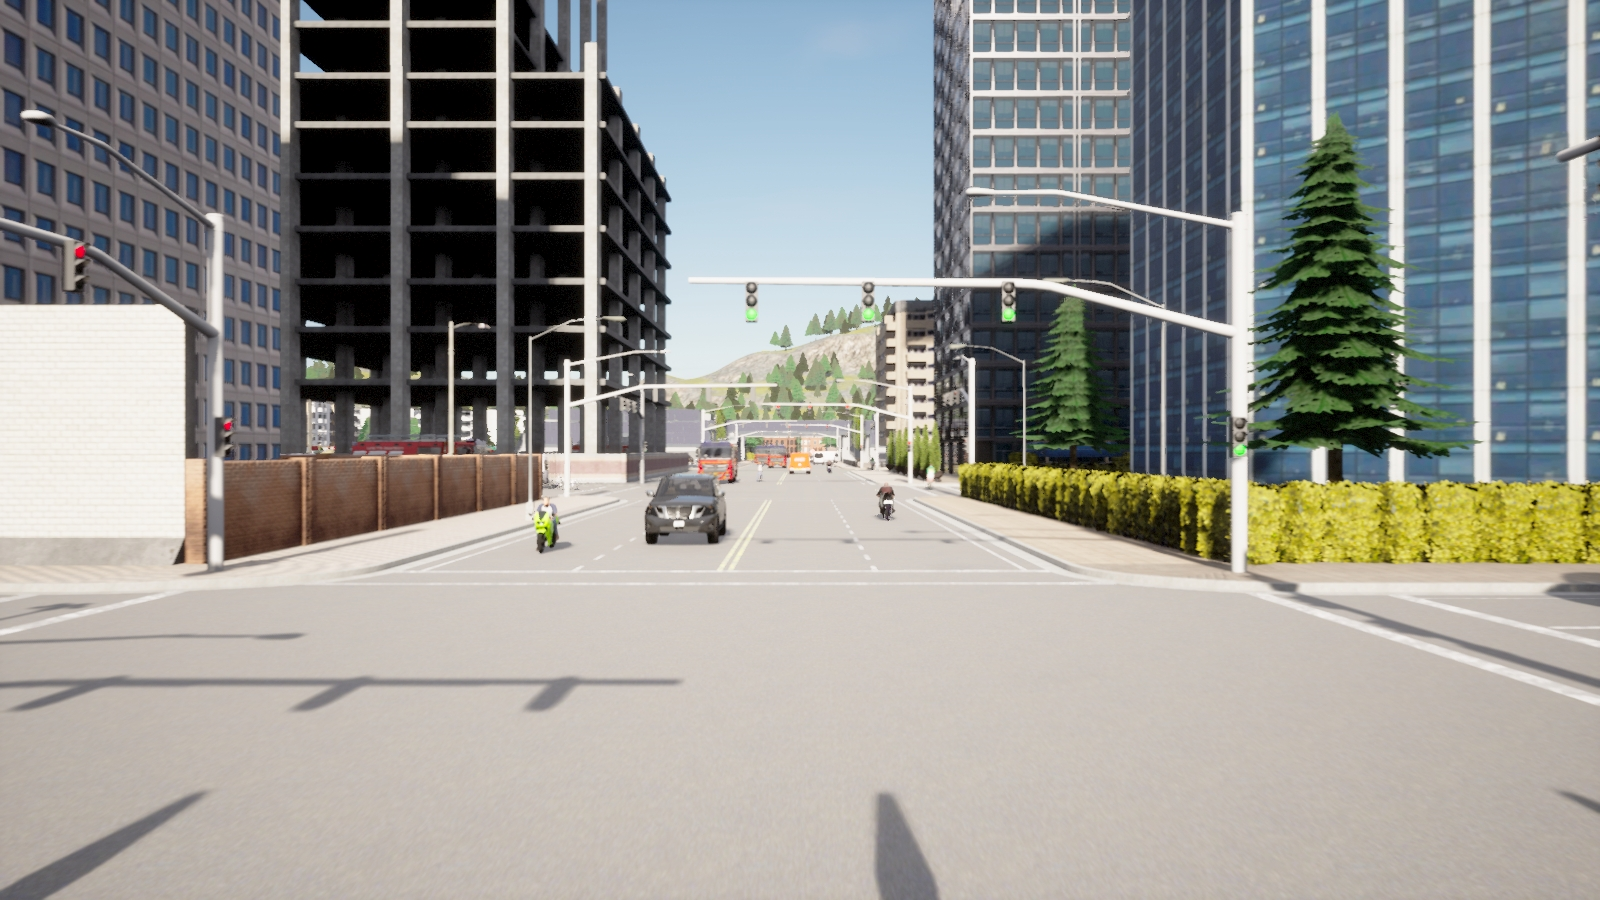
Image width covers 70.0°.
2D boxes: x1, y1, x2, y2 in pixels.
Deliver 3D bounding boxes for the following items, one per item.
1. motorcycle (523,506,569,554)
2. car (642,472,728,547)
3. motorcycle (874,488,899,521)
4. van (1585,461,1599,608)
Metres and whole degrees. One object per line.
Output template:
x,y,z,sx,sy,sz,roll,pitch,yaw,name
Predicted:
-6.995,2.186,31.559,0.803,1.199,2.033,0,0,0,motorcycle
-3.495,1.779,35.820,2.150,2.045,5.566,0,0,0,car
3.506,2.204,46.389,0.867,1.251,2.209,0,0,0,motorcycle
16.965,1.479,19.390,5.915,2.561,1.988,0,0,0,van
